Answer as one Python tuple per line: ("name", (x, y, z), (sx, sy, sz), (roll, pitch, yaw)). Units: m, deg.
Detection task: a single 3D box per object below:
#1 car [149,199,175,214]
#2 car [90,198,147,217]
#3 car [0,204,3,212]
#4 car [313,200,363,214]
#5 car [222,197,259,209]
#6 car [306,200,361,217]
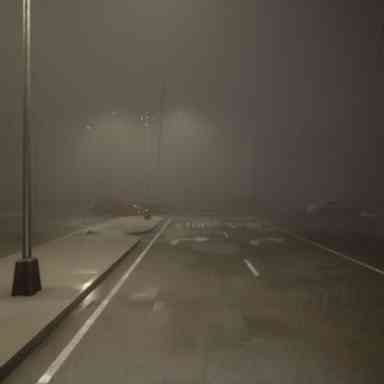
("car", (-4.153, 1.433, 33.747), (4.902, 1.511, 2.128), (0, 0, 0))
("car", (-6.792, 1.299, 30.257), (4.553, 1.767, 2.097), (0, 0, 0))
("car", (-21.800, 1.293, 33.813), (4.553, 1.767, 2.097), (0, 0, 0))
("car", (14.693, 1.506, 33.675), (4.181, 1.385, 1.994), (0, 0, 0))
("car", (6.501, 1.430, 44.410), (4.892, 1.490, 1.837), (0, 0, 0))
("car", (12.823, 1.474, 30.197), (4.674, 1.442, 1.812), (0, 0, 0))
